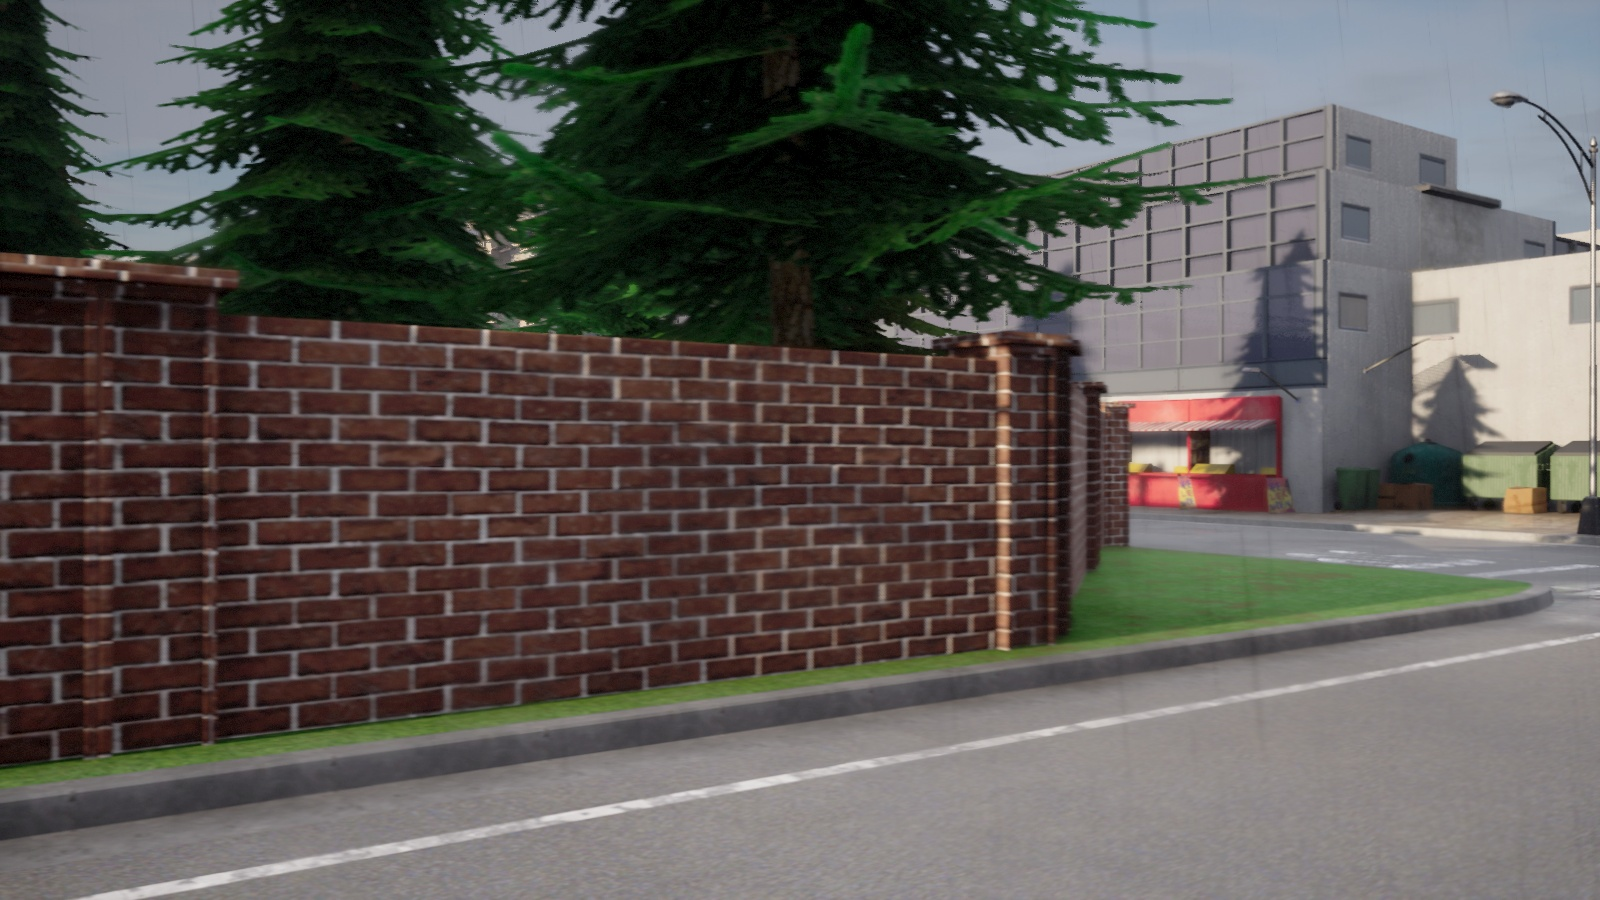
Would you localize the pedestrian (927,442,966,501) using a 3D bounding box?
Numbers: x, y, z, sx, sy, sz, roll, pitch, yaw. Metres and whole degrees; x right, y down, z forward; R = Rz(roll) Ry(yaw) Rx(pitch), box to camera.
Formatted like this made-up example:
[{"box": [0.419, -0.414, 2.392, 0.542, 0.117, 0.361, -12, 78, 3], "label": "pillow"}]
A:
[{"box": [4.650, 0.670, 39.970, 0.874, 1.855, 0.900, 0, 0, -27], "label": "pedestrian"}]
